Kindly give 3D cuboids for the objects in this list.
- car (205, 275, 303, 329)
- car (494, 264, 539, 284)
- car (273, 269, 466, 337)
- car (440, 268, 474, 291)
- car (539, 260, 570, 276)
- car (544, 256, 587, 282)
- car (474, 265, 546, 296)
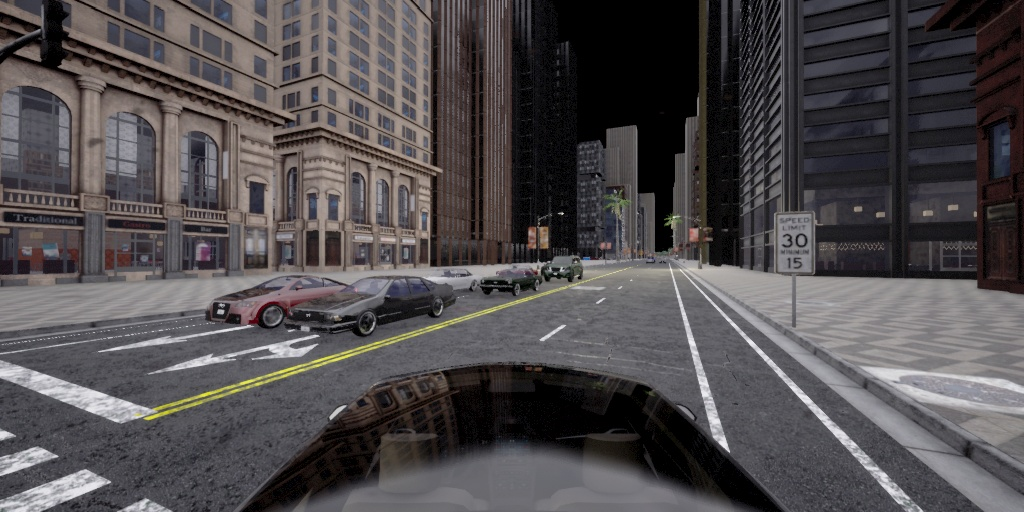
[{"bbox_3d":[-6.990,1.316,11.413,1.994,1.385,4.181,0,0,24],"label":"car"},{"bbox_3d":[0.449,1.364,28.594,1.895,1.301,4.718,0,0,24],"label":"car"},{"bbox_3d":[-3.738,1.299,10.755,2.033,1.411,5.357,0,0,23],"label":"car"},{"bbox_3d":[-3.512,1.357,19.454,1.895,1.301,4.718,0,0,23],"label":"car"},{"bbox_3d":[4.541,1.251,37.944,1.882,1.535,5.008,0,0,24],"label":"car"},{"bbox_3d":[4.330,0.987,29.367,2.150,2.045,5.566,0,0,23],"label":"car"},{"bbox_3d":[0.074,1.358,19.554,1.895,1.301,4.718,0,0,24],"label":"car"}]
